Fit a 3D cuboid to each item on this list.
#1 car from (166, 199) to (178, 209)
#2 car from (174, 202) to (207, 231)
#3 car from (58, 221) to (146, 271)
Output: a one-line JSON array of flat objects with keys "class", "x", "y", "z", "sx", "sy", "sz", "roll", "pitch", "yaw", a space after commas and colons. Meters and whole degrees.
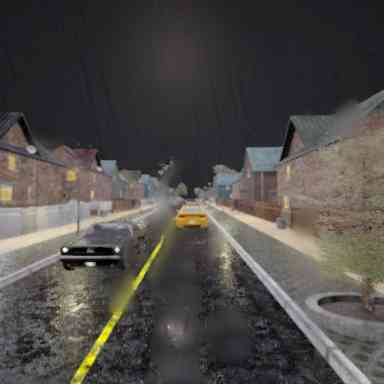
[{"class": "car", "x": -2.967, "y": 1.952, "z": 53.320, "sx": 1.837, "sy": 1.490, "sz": 4.892, "roll": 0, "pitch": -1, "yaw": 0}, {"class": "car", "x": 0.003, "y": 1.645, "z": 22.221, "sx": 1.882, "sy": 1.535, "sz": 5.008, "roll": 0, "pitch": 0, "yaw": 0}, {"class": "car", "x": -2.798, "y": 1.694, "z": 11.348, "sx": 1.895, "sy": 1.301, "sz": 4.718, "roll": 0, "pitch": 0, "yaw": 0}]
